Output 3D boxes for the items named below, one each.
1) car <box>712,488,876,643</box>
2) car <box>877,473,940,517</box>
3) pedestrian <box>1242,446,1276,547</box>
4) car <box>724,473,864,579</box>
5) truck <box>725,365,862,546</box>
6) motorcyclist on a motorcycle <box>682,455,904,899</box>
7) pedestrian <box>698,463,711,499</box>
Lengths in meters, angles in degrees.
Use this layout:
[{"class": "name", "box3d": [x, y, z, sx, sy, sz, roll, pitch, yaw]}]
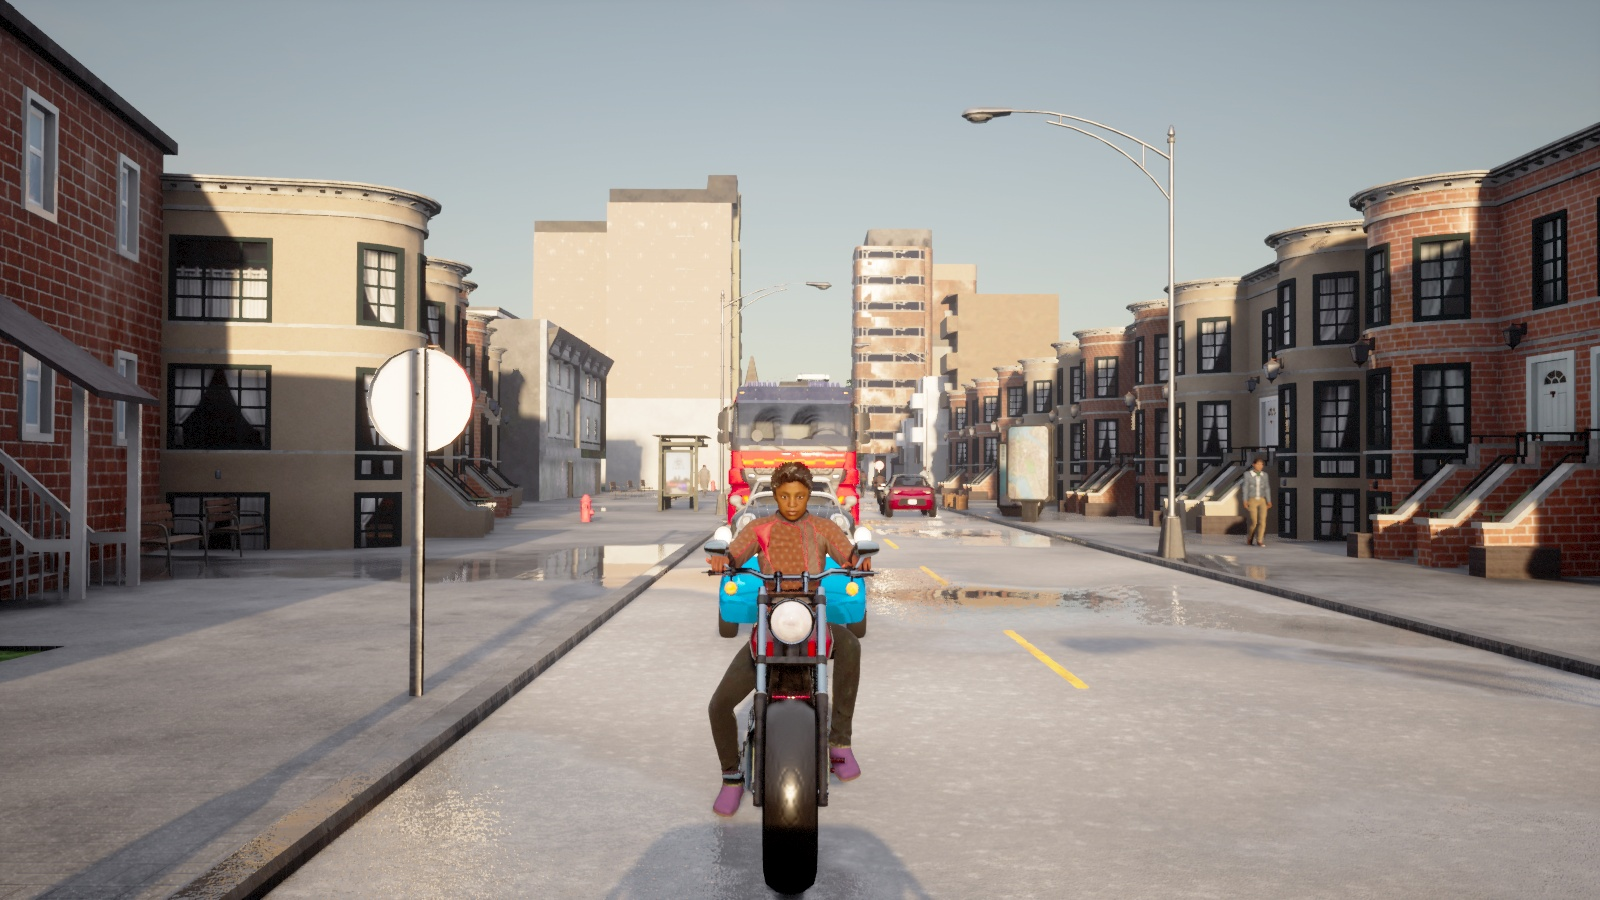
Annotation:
[{"class": "car", "box3d": [-0.062, 1.078, 12.451, 1.481, 1.376, 2.207, 0, -1, 0]}, {"class": "car", "box3d": [3.793, 1.559, 44.520, 1.816, 1.474, 4.193, 0, -1, 0]}, {"class": "pedestrian", "box3d": [9.037, 0.903, 24.744, 0.423, 1.949, 0.788, 0, -1, 5]}, {"class": "car", "box3d": [-0.096, 1.109, 19.632, 1.970, 1.475, 3.806, 0, -1, 0]}, {"class": "truck", "box3d": [-0.150, 0.166, 30.925, 2.891, 3.827, 8.468, 0, -1, 0]}, {"class": "motorcyclist on a motorcycle", "box3d": [-0.031, 0.858, 5.541, 0.766, 1.649, 2.350, 0, -1, 0]}, {"class": "pedestrian", "box3d": [-5.225, 1.694, 68.604, 0.659, 1.952, 0.873, 0, -1, 0]}]
